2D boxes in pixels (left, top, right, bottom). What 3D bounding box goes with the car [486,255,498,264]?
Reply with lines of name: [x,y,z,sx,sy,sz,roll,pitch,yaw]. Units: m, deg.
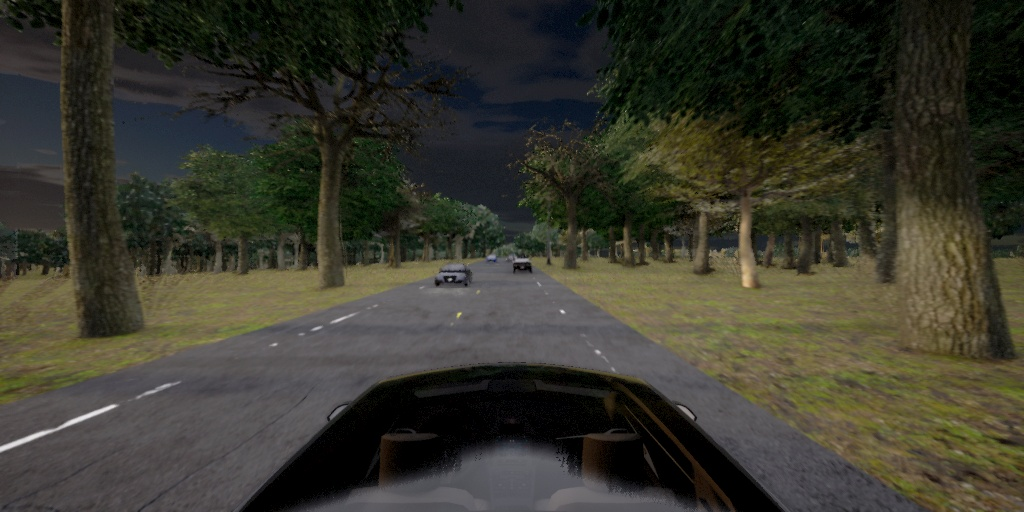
car: [-3.536,0.524,63.093,1.882,1.535,5.008,0,1,0]

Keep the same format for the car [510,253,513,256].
car: [1.032,0.750,46.900,1.801,1.575,5.366,0,1,0]

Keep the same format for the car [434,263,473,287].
car: [-3.592,1.143,22.738,1.994,1.385,4.181,0,1,0]

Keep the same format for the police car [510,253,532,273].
police car: [1.037,0.848,36.817,1.930,1.638,5.238,0,1,0]
